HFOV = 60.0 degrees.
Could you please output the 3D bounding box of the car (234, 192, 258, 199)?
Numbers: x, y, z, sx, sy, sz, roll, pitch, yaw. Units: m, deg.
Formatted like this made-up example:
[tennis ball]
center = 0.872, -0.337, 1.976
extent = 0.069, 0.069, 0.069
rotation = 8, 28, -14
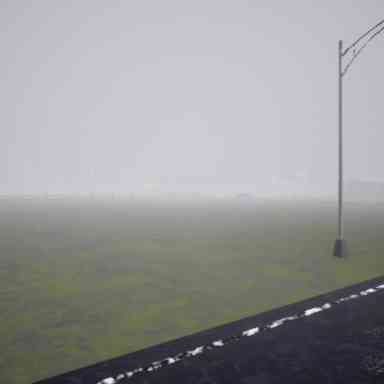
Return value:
[car]
center = 11.130, 0.739, 68.730
extent = 2.033, 1.411, 5.357
rotation = -1, 1, -36
